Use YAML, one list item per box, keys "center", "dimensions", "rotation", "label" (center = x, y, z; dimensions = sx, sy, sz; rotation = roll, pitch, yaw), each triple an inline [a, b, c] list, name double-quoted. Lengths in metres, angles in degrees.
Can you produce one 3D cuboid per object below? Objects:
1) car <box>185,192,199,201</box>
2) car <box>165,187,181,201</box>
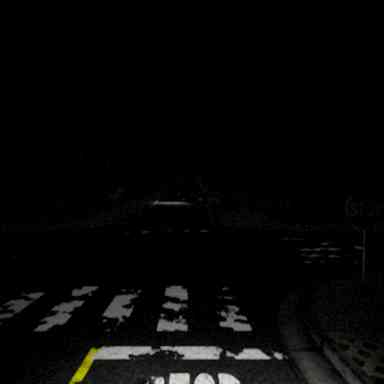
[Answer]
- center: [-0.042, 0.610, 50.231]
  dimensions: [1.994, 1.385, 4.181]
  rotation: [0, 2, 0]
  label: "car"
- center: [-2.792, 0.264, 50.345]
  dimensions: [2.150, 2.045, 5.566]
  rotation: [0, 2, 0]
  label: "car"
